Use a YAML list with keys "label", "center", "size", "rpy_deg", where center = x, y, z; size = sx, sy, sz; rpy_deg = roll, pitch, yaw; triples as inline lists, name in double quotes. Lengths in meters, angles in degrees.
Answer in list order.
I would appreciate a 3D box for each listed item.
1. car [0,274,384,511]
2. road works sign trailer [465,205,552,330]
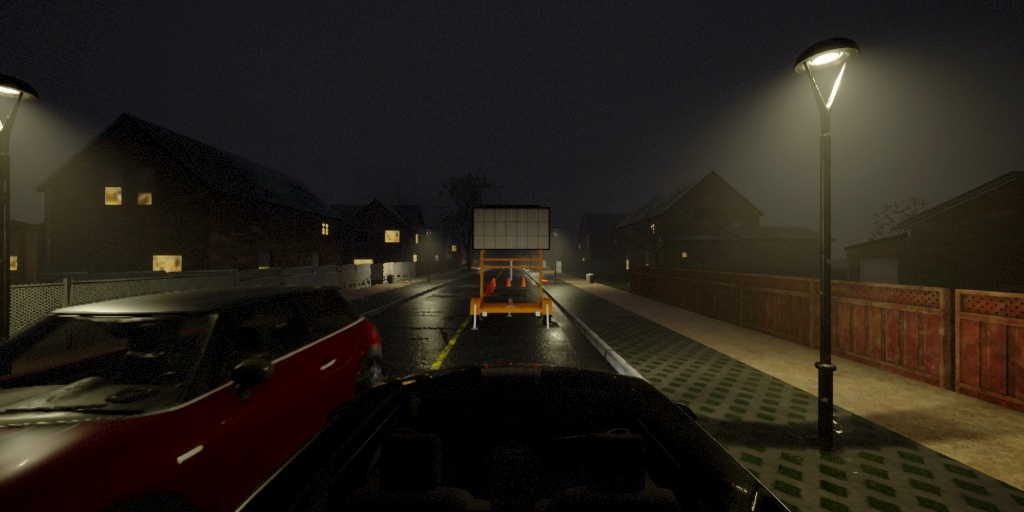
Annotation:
- label: "car"
  center: [-2.751, 1.102, 2.887]
  size: [2.097, 1.767, 4.553]
  rpy_deg: [0, 0, 0]
- label: "road works sign trailer"
  center: [-0.021, 0.221, 11.192]
  size: [2.380, 3.560, 2.880]
  rpy_deg: [0, 0, 0]
